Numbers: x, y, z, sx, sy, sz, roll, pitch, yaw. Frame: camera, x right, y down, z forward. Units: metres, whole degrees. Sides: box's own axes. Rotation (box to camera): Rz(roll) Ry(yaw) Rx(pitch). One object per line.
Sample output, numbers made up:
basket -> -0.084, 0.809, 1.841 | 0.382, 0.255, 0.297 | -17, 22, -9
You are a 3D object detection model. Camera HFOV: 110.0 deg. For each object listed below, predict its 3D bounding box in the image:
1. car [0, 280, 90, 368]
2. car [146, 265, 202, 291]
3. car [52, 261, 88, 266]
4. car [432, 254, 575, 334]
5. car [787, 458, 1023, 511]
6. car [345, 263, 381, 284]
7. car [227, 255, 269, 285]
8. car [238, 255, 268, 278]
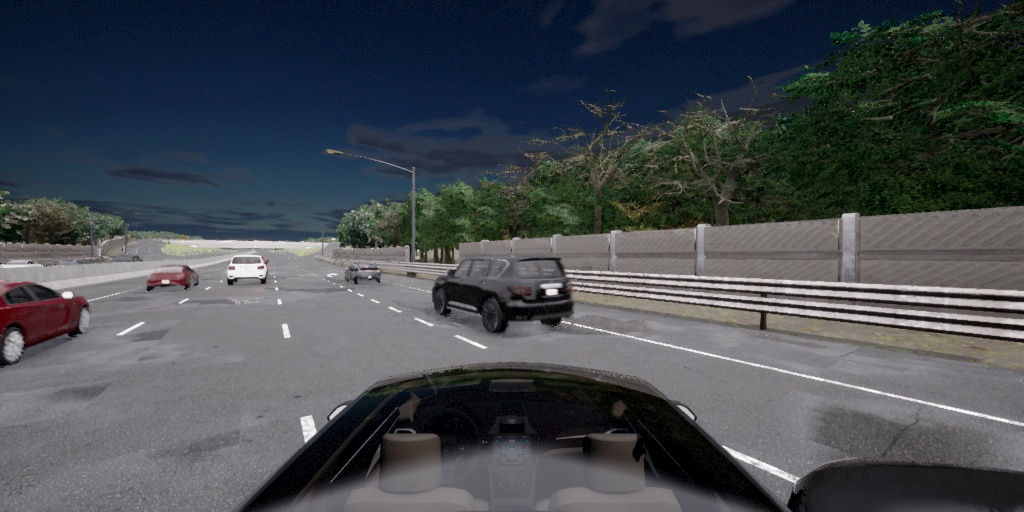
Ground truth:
car -> -10.636, 1.225, 7.183 | 1.882, 1.535, 5.008 | 0, 0, -34
car -> -20.499, 1.263, 21.782 | 1.812, 1.442, 4.674 | 0, 0, -34
car -> -50.269, 1.249, 40.852 | 2.033, 1.411, 5.357 | 0, 0, -33
car -> -0.533, 0.971, 10.995 | 2.150, 2.045, 5.566 | 0, 0, -34
car -> 2.984, 1.315, 0.538 | 4.181, 1.385, 1.994 | 0, 0, 34
car -> -11.144, 1.233, 26.688 | 2.128, 1.511, 4.902 | 0, 0, -34
car -> -19.280, 0.957, 26.241 | 2.150, 2.045, 5.566 | 0, 0, -34
car -> -25.285, 0.946, 35.197 | 2.150, 2.045, 5.566 | 0, 0, -34
